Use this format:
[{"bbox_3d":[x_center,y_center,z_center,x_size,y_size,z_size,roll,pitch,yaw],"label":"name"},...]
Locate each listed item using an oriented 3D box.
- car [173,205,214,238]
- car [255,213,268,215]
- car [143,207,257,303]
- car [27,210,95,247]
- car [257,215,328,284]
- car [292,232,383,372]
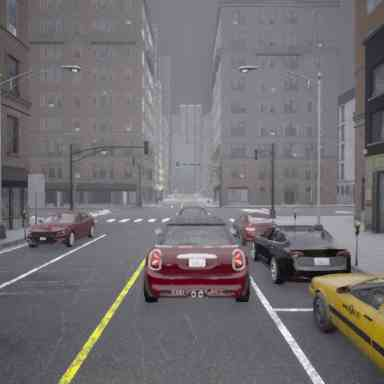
[{"bbox_3d":[0.065,1.542,19.080,2.033,1.411,5.357,0,0,0],"label":"car"},{"bbox_3d":[2.842,1.577,14.968,1.802,1.307,4.206,-1,0,0],"label":"car"},{"bbox_3d":[0.086,1.349,8.342,2.097,1.767,4.553,0,0,0],"label":"car"},{"bbox_3d":[-5.704,1.540,14.951,1.887,1.381,4.507,-1,0,0],"label":"car"},{"bbox_3d":[2.851,1.563,9.382,1.947,1.339,4.313,-1,0,0],"label":"car"},{"bbox_3d":[2.859,1.524,3.966,1.752,1.417,4.829,-1,0,0],"label":"car"}]
